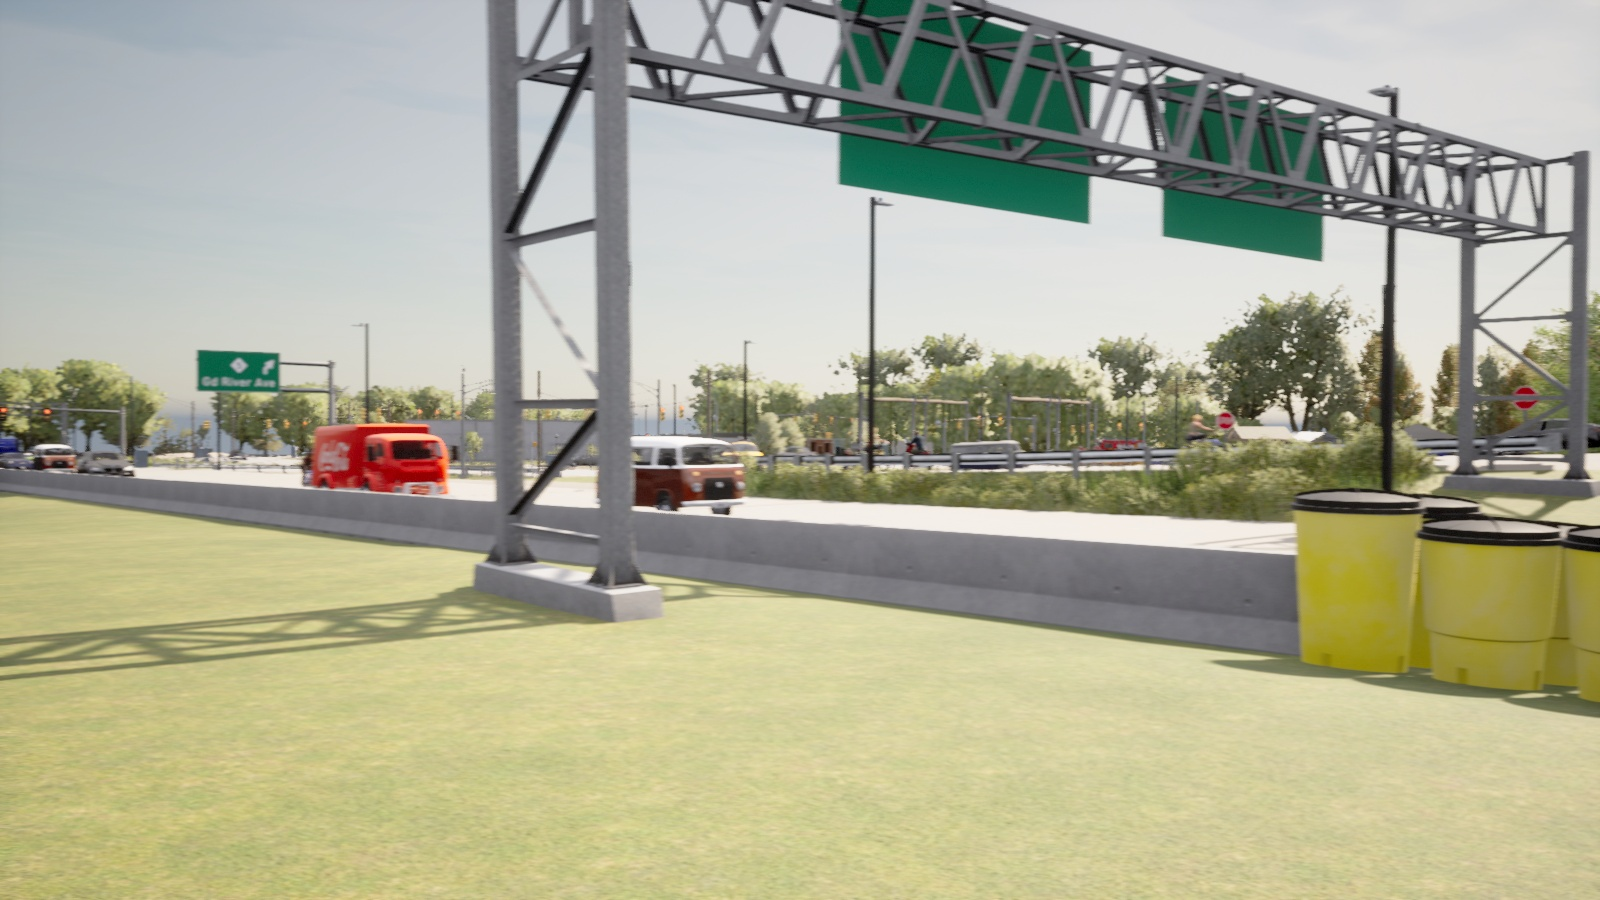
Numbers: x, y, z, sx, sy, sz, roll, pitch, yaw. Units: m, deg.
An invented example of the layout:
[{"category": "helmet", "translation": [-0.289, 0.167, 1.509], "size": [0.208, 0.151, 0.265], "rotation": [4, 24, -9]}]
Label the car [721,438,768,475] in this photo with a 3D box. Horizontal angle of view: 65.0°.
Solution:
[{"category": "car", "translation": [-2.495, 0.334, 57.294], "size": [1.801, 1.575, 5.366], "rotation": [-1, -1, 1]}]

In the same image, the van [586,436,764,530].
[{"category": "van", "translation": [-3.071, 0.752, 30.134], "size": [2.069, 2.038, 4.480], "rotation": [-2, 0, -39]}]

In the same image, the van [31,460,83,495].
[{"category": "van", "translation": [-45.786, 1.667, 77.394], "size": [2.069, 2.038, 4.480], "rotation": [-2, 1, -39]}]

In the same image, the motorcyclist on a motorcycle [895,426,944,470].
[{"category": "motorcyclist on a motorcycle", "translation": [4.578, -0.062, 48.230], "size": [0.866, 1.590, 1.817], "rotation": [-1, -2, -34]}]

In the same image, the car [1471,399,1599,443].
[{"category": "car", "translation": [30.630, -1.175, 52.007], "size": [4.792, 1.488, 2.163], "rotation": [-4, -2, 31]}]

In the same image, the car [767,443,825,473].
[{"category": "car", "translation": [-0.185, 0.479, 71.829], "size": [2.152, 1.651, 5.027], "rotation": [0, -1, 14]}]

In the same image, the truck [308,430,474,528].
[{"category": "truck", "translation": [-11.464, 0.763, 34.940], "size": [2.627, 2.467, 5.204], "rotation": [-2, 0, -39]}]

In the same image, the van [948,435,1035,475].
[{"category": "van", "translation": [10.819, 0.288, 71.103], "size": [4.442, 1.987, 1.775], "rotation": [-4, -2, 34]}]

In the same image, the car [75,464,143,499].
[{"category": "car", "translation": [-35.850, 1.592, 65.111], "size": [2.242, 1.667, 4.611], "rotation": [-2, 1, -39]}]
